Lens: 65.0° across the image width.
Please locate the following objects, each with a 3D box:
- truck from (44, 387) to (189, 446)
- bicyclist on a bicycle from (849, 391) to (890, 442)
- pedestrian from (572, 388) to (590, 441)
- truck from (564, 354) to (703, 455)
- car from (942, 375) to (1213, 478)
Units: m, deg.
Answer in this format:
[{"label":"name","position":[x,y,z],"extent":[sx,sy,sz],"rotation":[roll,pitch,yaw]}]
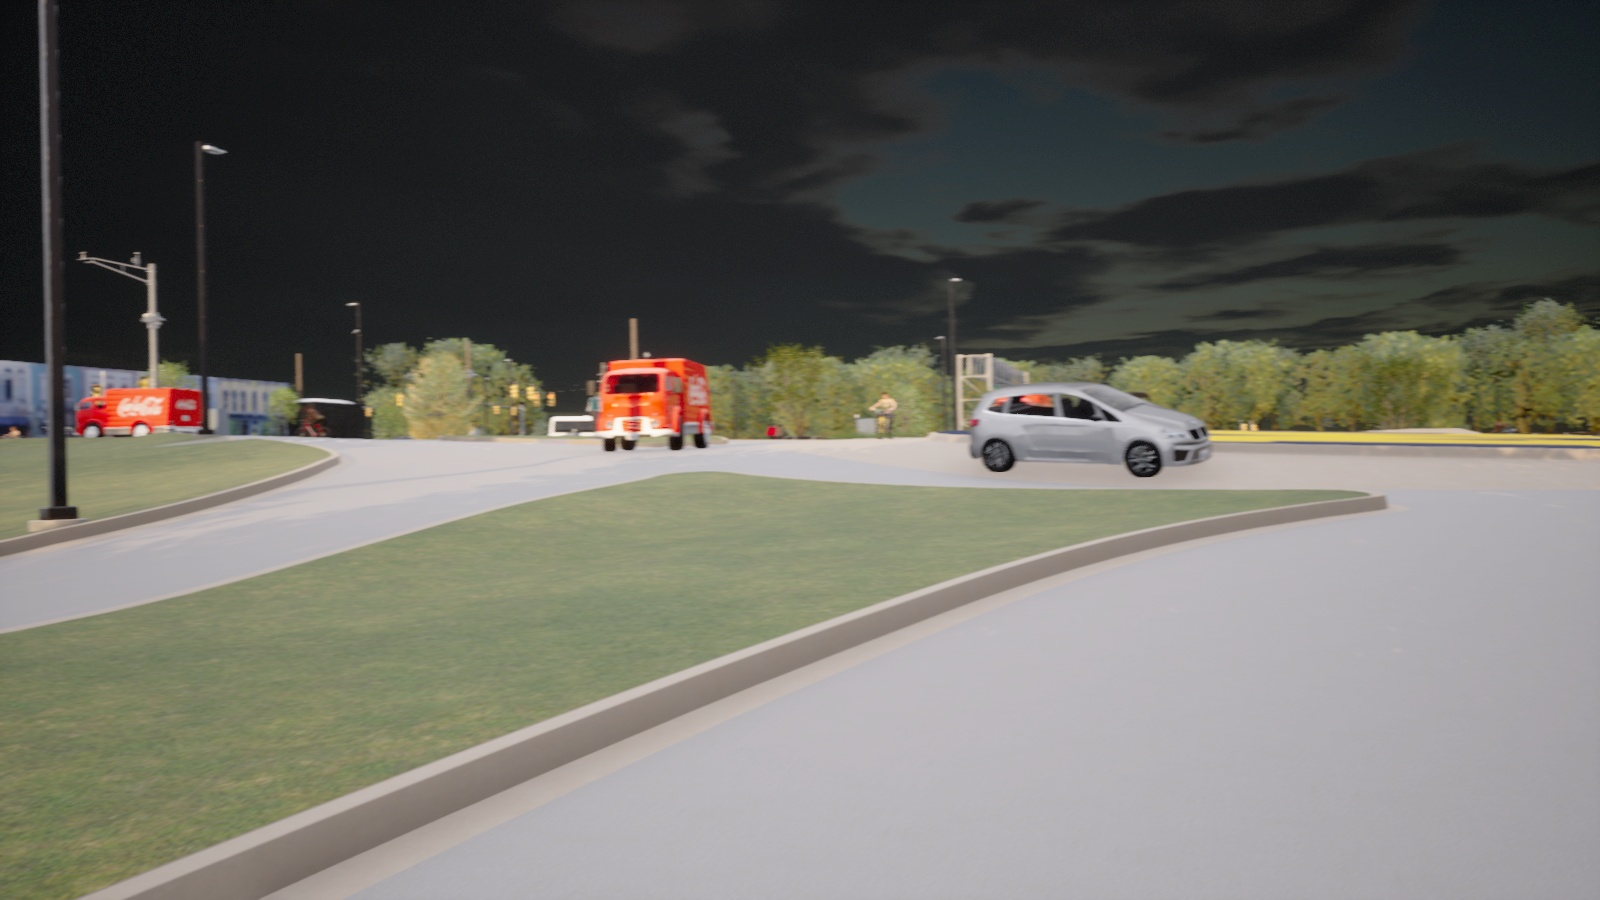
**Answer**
[{"label":"truck","position":[-30.637,-1.479,56.368],"extent":[5.204,2.467,2.627],"rotation":[-1,-1,12]},{"label":"bicyclist on a bicycle","position":[2.268,-1.090,40.976],"extent":[0.866,1.612,1.509],"rotation":[-1,1,23]},{"label":"pedestrian","position":[-8.181,-1.329,46.915],"extent":[0.396,1.930,0.692],"rotation":[-2,-1,8]},{"label":"truck","position":[-4.427,-1.196,34.464],"extent":[2.627,2.467,5.204],"rotation":[-2,1,5]},{"label":"car","position":[5.386,-0.512,24.546],"extent":[4.611,1.667,2.242],"rotation":[2,8,35]}]
